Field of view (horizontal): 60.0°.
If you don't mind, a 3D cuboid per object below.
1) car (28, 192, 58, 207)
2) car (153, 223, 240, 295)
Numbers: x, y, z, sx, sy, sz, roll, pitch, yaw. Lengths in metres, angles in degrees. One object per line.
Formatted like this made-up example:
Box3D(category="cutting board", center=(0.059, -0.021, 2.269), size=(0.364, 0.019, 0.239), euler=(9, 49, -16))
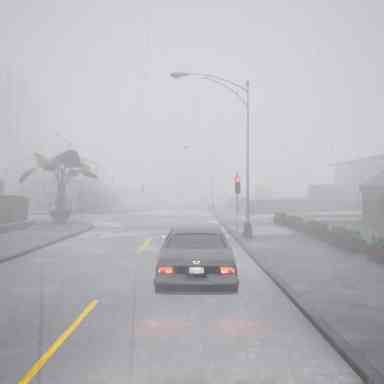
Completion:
Box3D(category="car", center=(-19.744, 0.984, 43.924), size=(1.905, 1.878, 3.866), euler=(0, 0, 35))
Box3D(category="car", center=(0.100, 1.547, 8.879), size=(2.033, 1.411, 5.357), euler=(0, 0, 0))
